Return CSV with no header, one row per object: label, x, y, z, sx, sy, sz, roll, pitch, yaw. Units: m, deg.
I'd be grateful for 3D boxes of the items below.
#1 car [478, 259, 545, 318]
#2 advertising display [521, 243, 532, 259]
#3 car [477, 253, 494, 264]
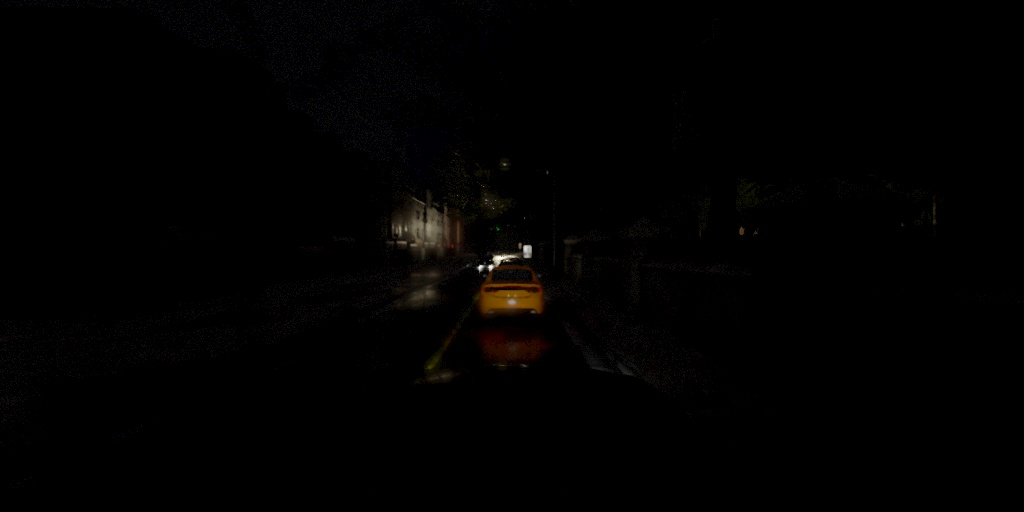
car,-0.001,1.041,12.127,1.882,1.535,5.008,0,1,0
advertising display,2.612,-0.594,58.989,1.540,2.440,0.280,0,0,0
car,-3.137,0.345,43.806,2.033,1.411,5.357,0,2,0
